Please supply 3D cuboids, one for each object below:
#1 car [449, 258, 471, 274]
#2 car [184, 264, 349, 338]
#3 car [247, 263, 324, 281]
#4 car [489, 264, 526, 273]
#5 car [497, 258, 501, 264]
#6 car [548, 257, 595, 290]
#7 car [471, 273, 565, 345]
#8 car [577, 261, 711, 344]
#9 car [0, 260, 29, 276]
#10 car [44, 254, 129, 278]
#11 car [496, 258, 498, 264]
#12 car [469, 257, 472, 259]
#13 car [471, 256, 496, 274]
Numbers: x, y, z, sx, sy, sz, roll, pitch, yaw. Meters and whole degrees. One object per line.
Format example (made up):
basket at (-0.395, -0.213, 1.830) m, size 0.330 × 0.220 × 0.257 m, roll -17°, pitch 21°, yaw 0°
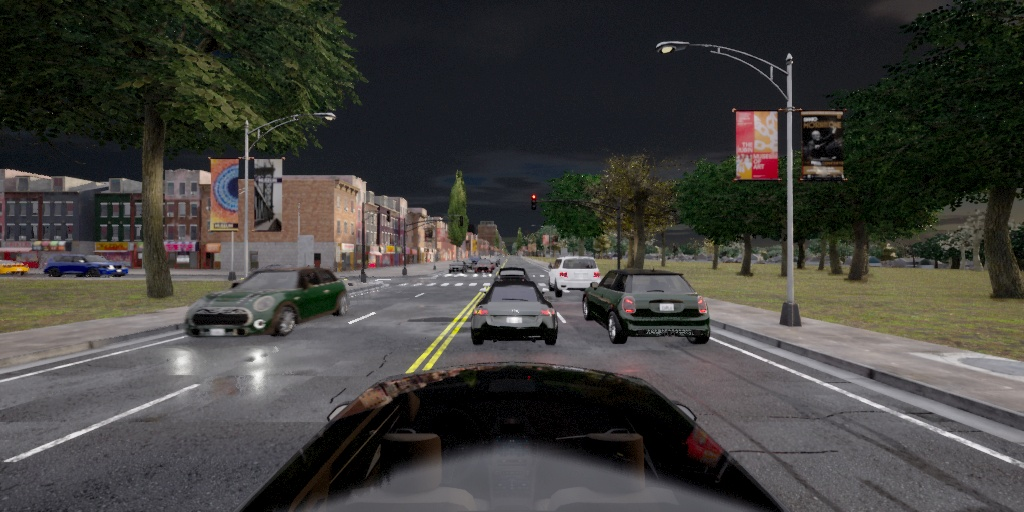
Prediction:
car at (-6.691, 1.371, 44.795) m, size 1.837 × 1.490 × 4.892 m, roll 0°, pitch 0°, yaw 0°
car at (-6.597, 1.122, 10.286) m, size 2.097 × 1.767 × 4.553 m, roll 0°, pitch 0°, yaw 0°
car at (-19.437, 1.382, 30.959) m, size 5.357 × 1.411 × 2.033 m, roll 1°, pitch 0°, yaw -3°
car at (0.008, 1.331, 18.488) m, size 1.837 × 1.490 × 4.892 m, roll 0°, pitch 0°, yaw 0°
car at (-3.446, 1.199, 64.235) m, size 1.882 × 1.535 × 5.008 m, roll 0°, pitch 1°, yaw 0°
car at (3.257, 1.054, 19.487) m, size 2.150 × 2.045 × 5.566 m, roll 0°, pitch 0°, yaw 0°
car at (0.058, 1.332, 9.576) m, size 1.994 × 1.385 × 4.181 m, roll 0°, pitch 0°, yaw 0°
car at (3.310, 1.121, 9.774) m, size 2.097 × 1.767 × 4.553 m, roll 0°, pitch 0°, yaw 0°
car at (-48.975, 1.118, 33.856) m, size 5.008 × 1.535 × 1.882 m, roll 0°, pitch 0°, yaw 0°
car at (-36.722, 0.908, 30.981) m, size 5.566 × 2.045 × 2.150 m, roll 0°, pitch 0°, yaw 0°
car at (-3.456, 1.414, 53.535) m, size 1.895 × 1.301 × 4.718 m, roll 0°, pitch 0°, yaw 0°
car at (-6.706, 1.313, 54.192) m, size 1.837 × 1.490 × 4.892 m, roll 0°, pitch 1°, yaw 0°
car at (-3.441, 1.219, 44.543) m, size 2.097 × 1.767 × 4.553 m, roll 0°, pitch 0°, yaw 0°
